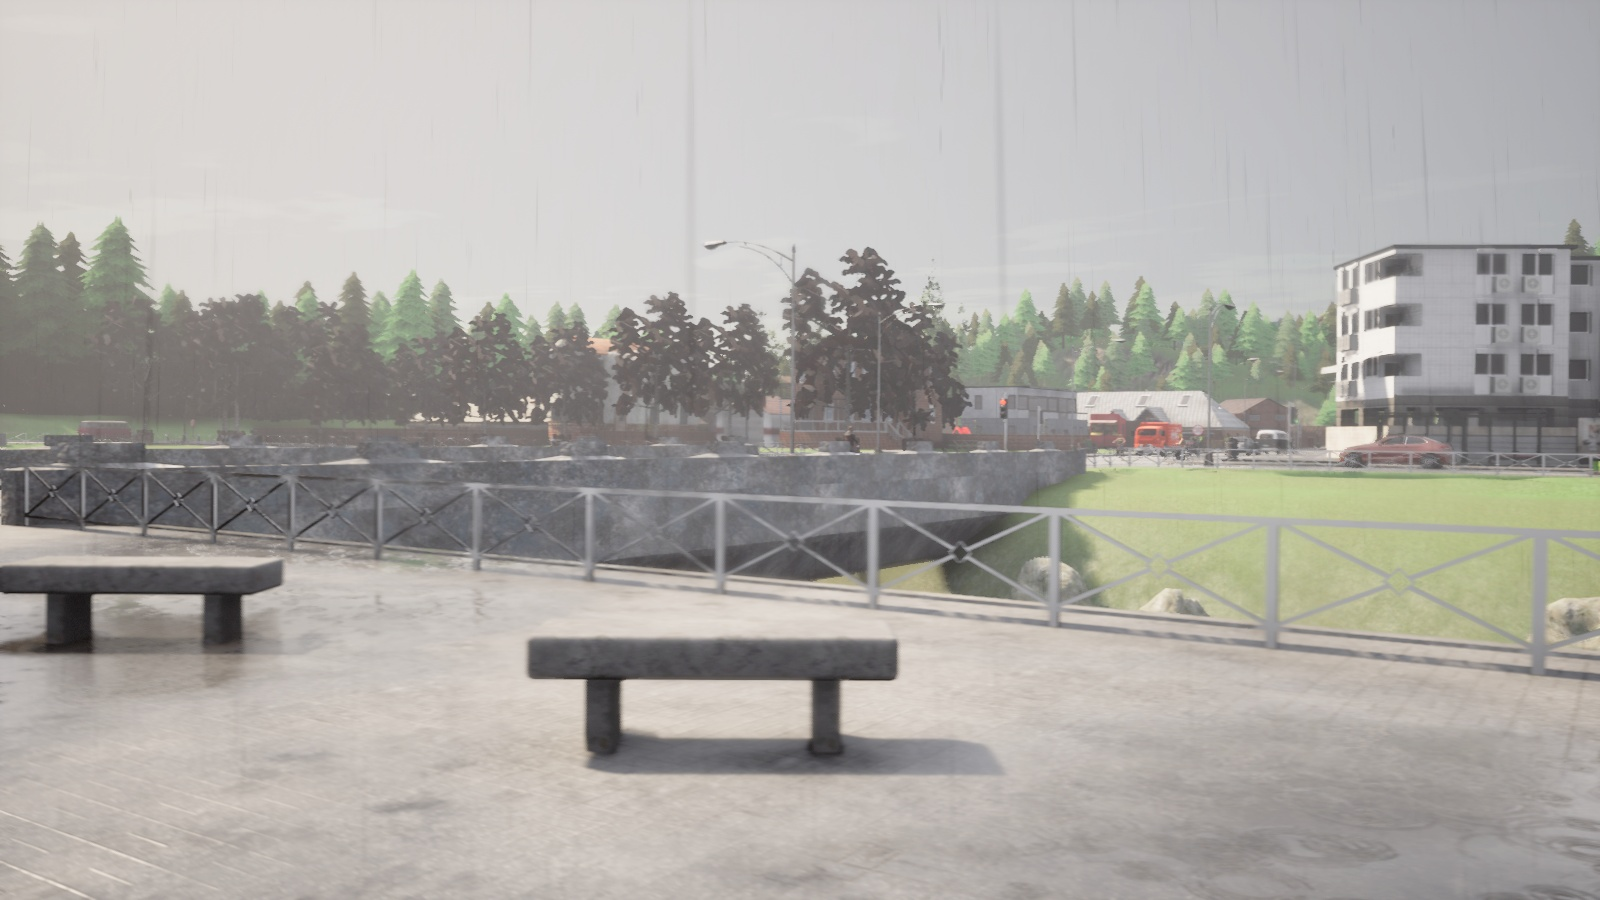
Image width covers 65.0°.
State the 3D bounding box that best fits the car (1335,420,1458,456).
[{"bbox_3d":[28.267,-0.559,59.533,5.027,1.651,2.152,0,1,34],"label":"car"}]

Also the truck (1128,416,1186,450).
[{"bbox_3d":[26.183,-1.247,91.947,2.627,2.467,5.204,0,1,34],"label":"truck"}]
